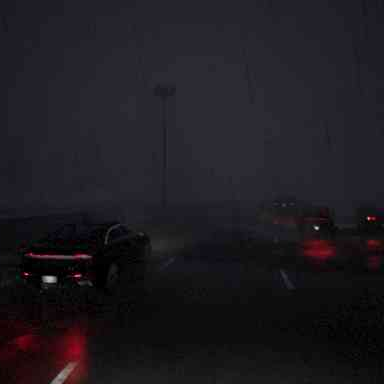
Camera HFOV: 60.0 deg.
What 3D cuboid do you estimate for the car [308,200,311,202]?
[{"bbox_3d":[14.278,1.723,41.705,1.994,1.385,4.181,0,0,28],"label":"car"}]

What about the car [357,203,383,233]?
[{"bbox_3d":[11.015,1.603,19.757,1.812,1.442,4.674,0,0,20],"label":"car"}]

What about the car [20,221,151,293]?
[{"bbox_3d":[-2.495,1.525,9.023,2.128,1.511,4.902,0,0,8],"label":"car"}]

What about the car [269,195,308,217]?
[{"bbox_3d":[9.825,1.349,33.474,2.150,2.045,5.566,0,0,28],"label":"car"}]

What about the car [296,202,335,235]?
[{"bbox_3d":[7.173,1.579,19.357,1.837,1.490,4.892,0,0,18],"label":"car"}]

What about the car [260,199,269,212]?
[{"bbox_3d":[9.849,1.659,40.882,1.837,1.490,4.892,0,0,28],"label":"car"}]
